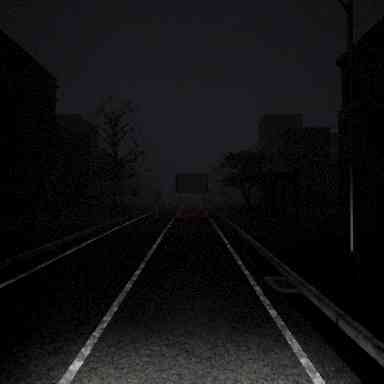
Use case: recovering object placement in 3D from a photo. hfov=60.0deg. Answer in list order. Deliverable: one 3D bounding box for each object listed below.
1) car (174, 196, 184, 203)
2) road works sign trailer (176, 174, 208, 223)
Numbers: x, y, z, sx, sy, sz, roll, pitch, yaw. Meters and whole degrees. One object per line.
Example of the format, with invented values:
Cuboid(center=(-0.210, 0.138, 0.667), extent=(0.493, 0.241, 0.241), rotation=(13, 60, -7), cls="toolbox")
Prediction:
Cuboid(center=(-3.000, 1.739, 75.923), extent=(1.837, 1.490, 4.892), rotation=(0, 0, 0), cls="car")
Cuboid(center=(0.000, 0.431, 25.403), extent=(2.380, 3.560, 2.880), rotation=(0, 0, 0), cls="road works sign trailer")
